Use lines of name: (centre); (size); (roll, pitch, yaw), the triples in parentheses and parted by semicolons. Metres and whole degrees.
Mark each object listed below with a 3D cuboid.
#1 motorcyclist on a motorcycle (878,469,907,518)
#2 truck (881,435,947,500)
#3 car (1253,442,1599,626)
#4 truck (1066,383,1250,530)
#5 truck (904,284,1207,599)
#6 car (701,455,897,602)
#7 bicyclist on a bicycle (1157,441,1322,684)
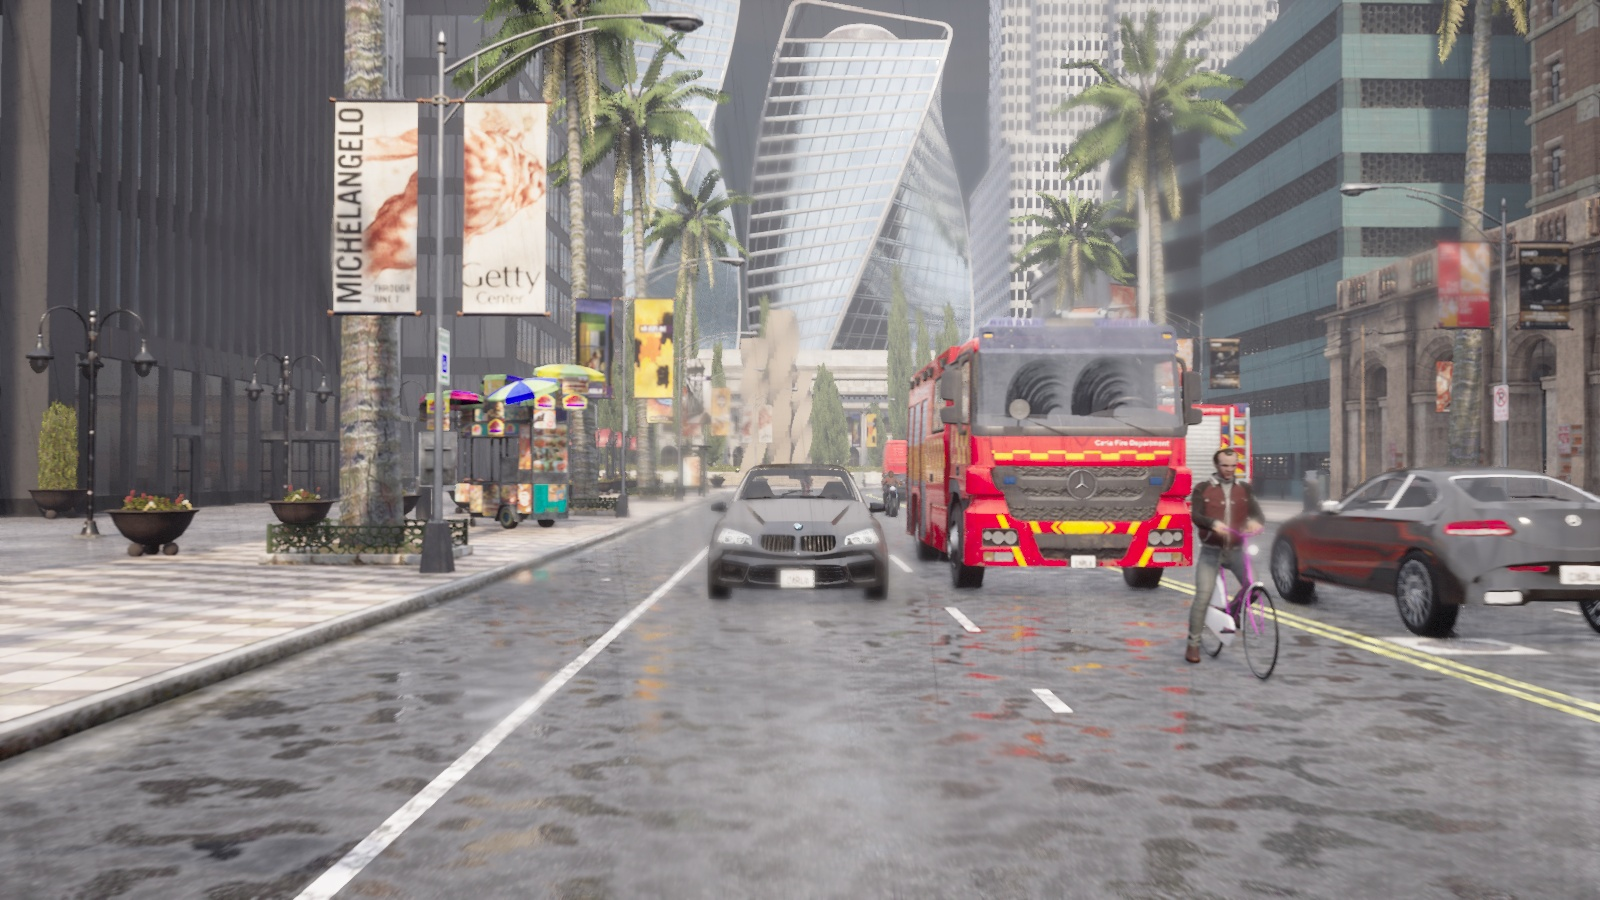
motorcyclist on a motorcycle: (3.177, 1.478, 43.357); (0.766, 1.649, 2.350); (0, -1, -1)
truck: (6.311, 0.991, 70.719); (2.891, 3.462, 7.936); (0, -1, -1)
car: (6.980, 0.797, 13.823); (2.152, 1.651, 5.027); (0, -1, 0)
truck: (10.257, 0.230, 37.083); (2.891, 3.827, 8.468); (0, -1, -1)
truck: (3.468, -0.037, 19.553); (2.891, 3.827, 8.468); (0, -1, 0)
car: (-0.020, 0.939, 16.705); (2.242, 1.667, 4.611); (0, -1, 0)
bicyclist on a bicycle: (3.478, 0.840, 10.105); (0.659, 1.776, 1.843); (0, -1, 0)
